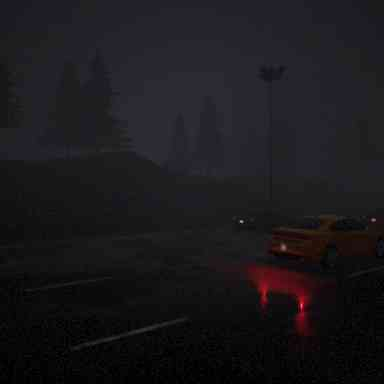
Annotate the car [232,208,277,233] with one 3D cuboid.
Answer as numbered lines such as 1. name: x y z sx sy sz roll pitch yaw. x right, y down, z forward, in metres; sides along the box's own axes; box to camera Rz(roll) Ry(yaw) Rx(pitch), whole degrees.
1. car: 4.396 1.639 19.777 4.181 1.385 1.994 0 0 -35

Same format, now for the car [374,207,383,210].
1. car: 12.684 1.679 21.390 4.181 1.385 1.994 0 0 -35

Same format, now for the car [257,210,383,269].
1. car: 4.772 1.531 11.449 5.008 1.535 1.882 0 0 -35
